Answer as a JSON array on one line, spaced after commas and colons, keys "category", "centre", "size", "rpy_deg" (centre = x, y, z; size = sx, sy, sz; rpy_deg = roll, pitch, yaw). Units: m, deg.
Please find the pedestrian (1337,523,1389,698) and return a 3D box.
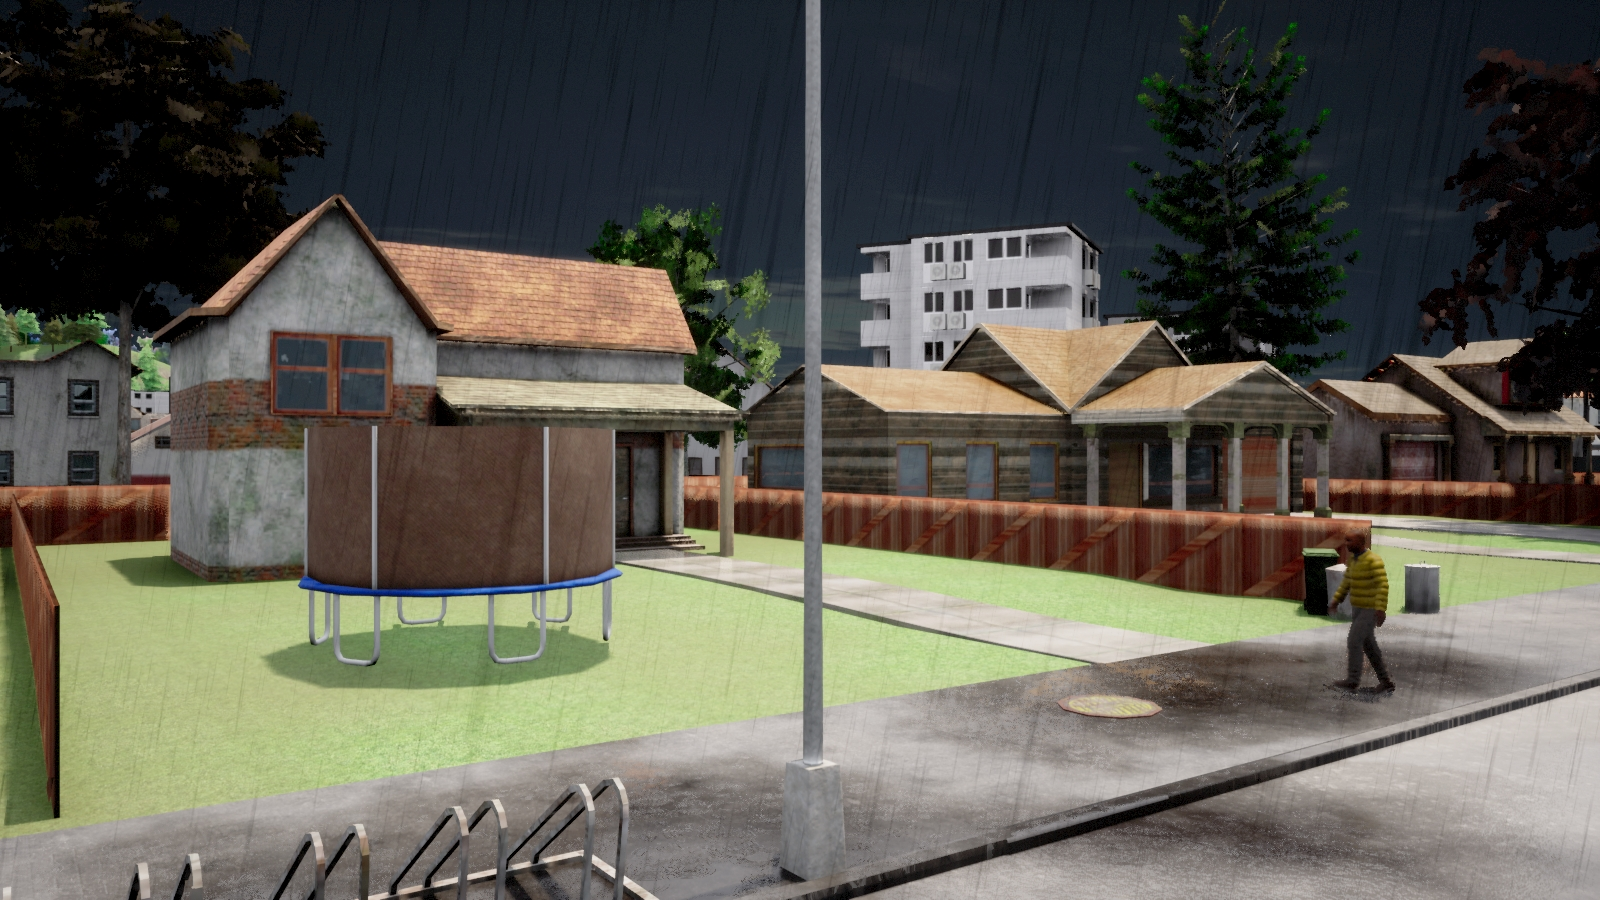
[{"category": "pedestrian", "centre": [6.169, 1.746, 12.527], "size": [0.375, 1.860, 0.375], "rpy_deg": [0, 0, -2]}]
